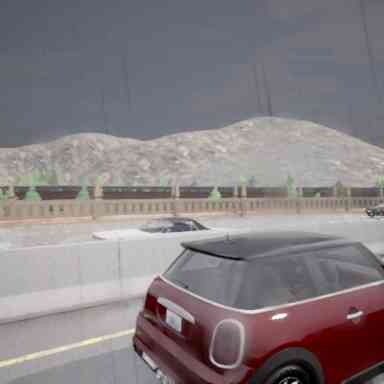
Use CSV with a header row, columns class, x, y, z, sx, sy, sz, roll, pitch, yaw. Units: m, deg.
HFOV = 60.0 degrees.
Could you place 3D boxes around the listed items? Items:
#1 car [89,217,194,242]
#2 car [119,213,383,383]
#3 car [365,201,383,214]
class,x,y,z,sx,sy,sz,roll,pitch,yaw
car,-1.017,1.545,11.460,4.718,1.301,1.895,0,0,-31
car,1.595,1.329,4.565,4.553,1.767,2.097,0,0,-33
car,16.639,1.376,27.477,4.892,1.490,1.837,0,0,-18
